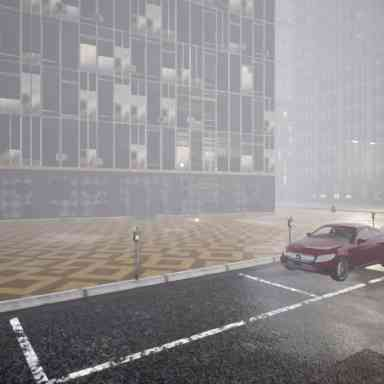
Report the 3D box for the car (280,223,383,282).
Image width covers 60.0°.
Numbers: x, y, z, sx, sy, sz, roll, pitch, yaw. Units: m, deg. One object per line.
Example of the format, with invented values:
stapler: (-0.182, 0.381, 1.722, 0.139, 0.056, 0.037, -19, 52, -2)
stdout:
car: (4.404, 1.579, 9.712, 4.206, 1.307, 1.802, 0, 0, -36)
